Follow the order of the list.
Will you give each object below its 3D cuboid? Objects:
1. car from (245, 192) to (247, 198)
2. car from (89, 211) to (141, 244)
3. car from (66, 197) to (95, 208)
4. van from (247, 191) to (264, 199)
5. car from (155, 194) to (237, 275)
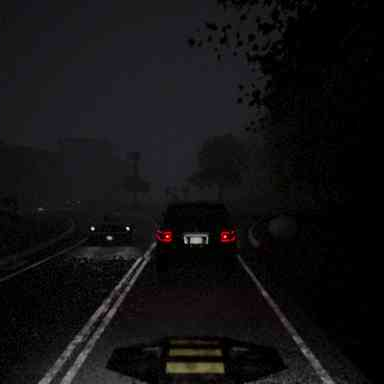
[{"bbox_3d":[18.316,1.383,93.866,4.792,1.488,2.163,0,1,1],"label":"car"},{"bbox_3d":[-3.581,1.607,16.039,1.895,1.301,4.718,0,0,-5],"label":"car"},{"bbox_3d":[-14.340,1.345,42.922,1.895,1.301,4.718,0,0,7],"label":"car"},{"bbox_3d":[18.114,1.186,91.091,4.442,1.987,1.878,0,1,1],"label":"van"},{"bbox_3d":[0.146,1.238,10.681,2.150,2.045,5.566,0,0,1],"label":"car"}]
